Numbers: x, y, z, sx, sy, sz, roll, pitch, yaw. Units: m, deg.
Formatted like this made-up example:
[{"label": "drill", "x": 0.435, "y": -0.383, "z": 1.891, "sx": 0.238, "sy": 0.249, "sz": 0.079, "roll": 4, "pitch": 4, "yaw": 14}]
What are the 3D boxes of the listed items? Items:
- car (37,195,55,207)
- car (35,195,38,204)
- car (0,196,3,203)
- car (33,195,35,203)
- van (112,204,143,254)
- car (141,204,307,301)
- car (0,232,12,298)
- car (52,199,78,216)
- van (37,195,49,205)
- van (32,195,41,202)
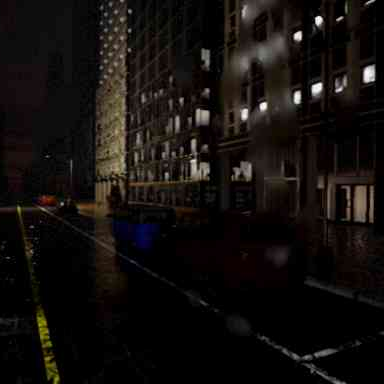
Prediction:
[{"label": "car", "x": -23.313, "y": 1.500, "z": 53.820, "sx": 2.192, "sy": 1.841, "sz": 5.009, "roll": 0, "pitch": 0, "yaw": -28}, {"label": "car", "x": -25.973, "y": 1.515, "z": 58.843, "sx": 2.192, "sy": 1.841, "sz": 5.009, "roll": 0, "pitch": 0, "yaw": -28}, {"label": "car", "x": -38.698, "y": 1.747, "z": 64.965, "sx": 1.947, "sy": 1.339, "sz": 4.313, "roll": 0, "pitch": 0, "yaw": -28}, {"label": "car", "x": -31.293, "y": 1.669, "z": 68.888, "sx": 1.967, "sy": 1.590, "sz": 4.097, "roll": 0, "pitch": 0, "yaw": -28}, {"label": "van", "x": -2.029, "y": 1.404, "z": 13.640, "sx": 1.690, "sy": 1.788, "sz": 3.998, "roll": 0, "pitch": 0, "yaw": -28}, {"label": "car", "x": 0.631, "y": 1.362, "z": 8.617, "sx": 2.192, "sy": 1.841, "sz": 5.009, "roll": 0, "pitch": 0, "yaw": -28}, {"label": "car", "x": -5.614, "y": 1.569, "z": 8.262, "sx": 2.033, "sy": 1.411, "sz": 5.357, "roll": 0, "pitch": 0, "yaw": -28}, {"label": "car", "x": -12.669, "y": 1.675, "z": 33.730, "sx": 2.008, "sy": 1.369, "sz": 4.403, "roll": 0, "pitch": 0, "yaw": -28}, {"label": "van", "x": -28.633, "y": 1.555, "z": 63.866, "sx": 1.690, "sy": 1.788, "sz": 3.998, "roll": 0, "pitch": 0, "yaw": -28}, {"label": "van", "x": -39.275, "y": 1.613, "z": 83.955, "sx": 1.690, "sy": 1.788, "sz": 3.998, "roll": 0, "pitch": 0, "yaw": -28}]
